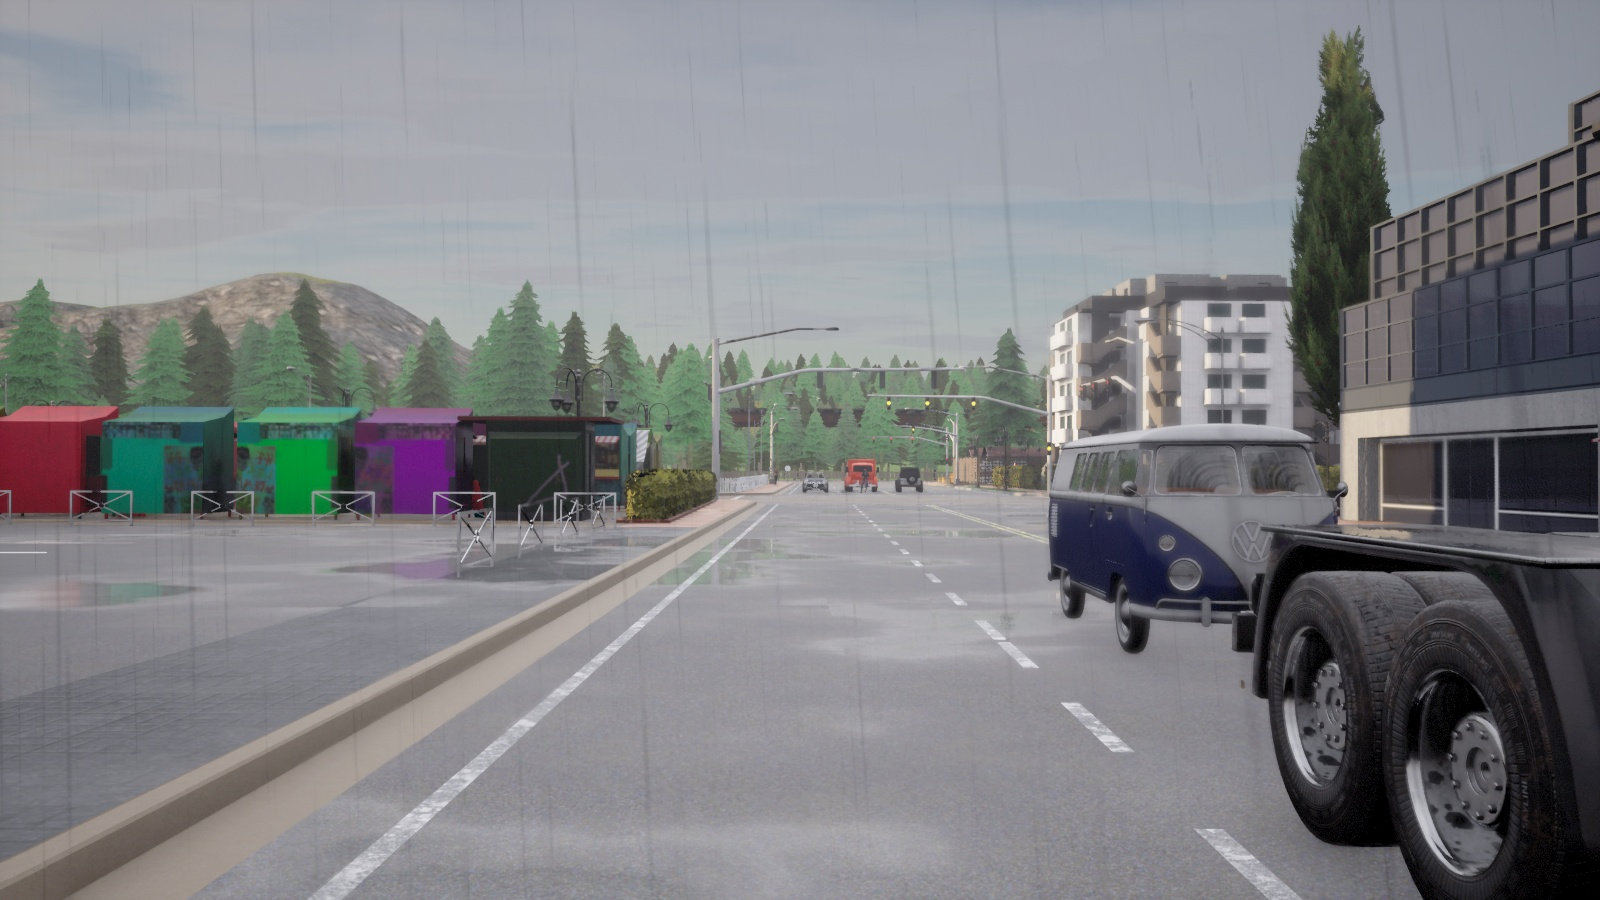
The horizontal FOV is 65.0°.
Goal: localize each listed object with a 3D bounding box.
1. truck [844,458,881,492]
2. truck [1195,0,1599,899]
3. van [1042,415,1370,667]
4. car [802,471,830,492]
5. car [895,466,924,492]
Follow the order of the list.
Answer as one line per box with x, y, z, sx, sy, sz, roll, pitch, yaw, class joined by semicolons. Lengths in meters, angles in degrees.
4.706;1.916;95.611;2.627;2.467;5.204;0;-1;1;truck
3.522;-0.137;2.678;2.891;3.462;7.936;0;-1;1;truck
3.632;0.756;12.149;1.775;1.987;4.442;0;-1;1;van
1.145;2.303;91.208;1.970;1.475;3.806;0;-1;1;car
8.185;2.156;94.252;1.905;1.878;3.866;0;-1;1;car
